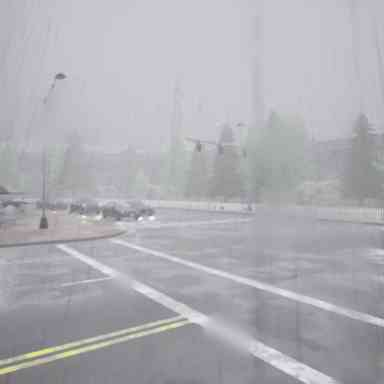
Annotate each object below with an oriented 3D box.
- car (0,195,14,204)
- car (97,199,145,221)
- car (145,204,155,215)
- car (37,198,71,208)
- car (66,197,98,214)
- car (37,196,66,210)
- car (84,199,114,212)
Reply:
[{"bbox_3d":[-33.899,1.342,58.676,4.553,1.767,2.097,0,0,0],"label":"car"},{"bbox_3d":[-6.046,1.553,28.023,1.812,1.442,4.674,1,0,-36],"label":"car"},{"bbox_3d":[-5.711,1.601,33.606,2.033,1.411,5.357,1,0,-35],"label":"car"},{"bbox_3d":[-20.173,1.631,48.497,4.718,1.301,1.895,0,0,26],"label":"car"},{"bbox_3d":[-11.223,1.378,35.076,2.097,1.767,4.553,1,0,-37],"label":"car"},{"bbox_3d":[-17.960,1.370,42.779,4.553,1.767,2.097,0,0,37],"label":"car"},{"bbox_3d":[-11.592,1.576,41.183,1.812,1.442,4.674,1,0,-41],"label":"car"}]
